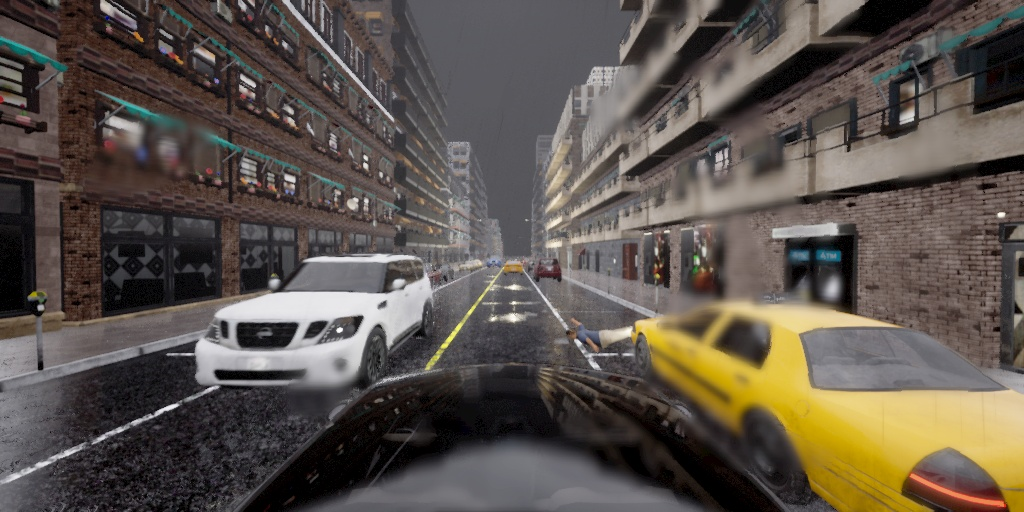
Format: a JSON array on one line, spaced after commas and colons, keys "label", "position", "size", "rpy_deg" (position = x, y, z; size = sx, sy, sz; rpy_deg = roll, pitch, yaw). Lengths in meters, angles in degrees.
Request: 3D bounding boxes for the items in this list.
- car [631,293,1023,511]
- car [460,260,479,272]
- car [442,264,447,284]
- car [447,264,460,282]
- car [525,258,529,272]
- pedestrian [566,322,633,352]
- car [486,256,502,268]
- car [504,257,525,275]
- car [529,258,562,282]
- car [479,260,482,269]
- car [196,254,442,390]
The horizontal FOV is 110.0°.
[{"label": "car", "position": [3.004, 1.204, 4.311], "size": [1.801, 1.575, 5.366], "rpy_deg": [0, 0, 0]}, {"label": "car", "position": [-5.607, 1.250, 45.202], "size": [1.751, 1.417, 4.829], "rpy_deg": [0, 0, 0]}, {"label": "car", "position": [-5.652, 1.176, 22.716], "size": [1.967, 1.591, 4.097], "rpy_deg": [0, 0, 0]}, {"label": "car", "position": [-5.640, 1.298, 28.380], "size": [1.948, 1.339, 4.313], "rpy_deg": [0, 0, 0]}, {"label": "car", "position": [2.774, 1.290, 45.322], "size": [1.948, 1.339, 4.313], "rpy_deg": [0, 0, 0]}, {"label": "pedestrian", "position": [2.106, 1.803, 7.915], "size": [1.860, 0.375, 0.375], "rpy_deg": [0, -28, 17]}, {"label": "car", "position": [-2.914, 0.943, 59.805], "size": [2.150, 2.045, 5.566], "rpy_deg": [0, 0, 1]}, {"label": "car", "position": [0.168, 1.205, 38.419], "size": [1.882, 1.535, 5.008], "rpy_deg": [0, 0, 0]}, {"label": "car", "position": [2.740, 1.047, 28.331], "size": [2.192, 1.841, 5.009], "rpy_deg": [0, 0, 0]}, {"label": "car", "position": [-5.595, 1.247, 50.866], "size": [1.751, 1.417, 4.829], "rpy_deg": [0, 0, 0]}, {"label": "car", "position": [-3.092, 0.967, 7.153], "size": [2.150, 2.045, 5.566], "rpy_deg": [0, 0, 0]}]
